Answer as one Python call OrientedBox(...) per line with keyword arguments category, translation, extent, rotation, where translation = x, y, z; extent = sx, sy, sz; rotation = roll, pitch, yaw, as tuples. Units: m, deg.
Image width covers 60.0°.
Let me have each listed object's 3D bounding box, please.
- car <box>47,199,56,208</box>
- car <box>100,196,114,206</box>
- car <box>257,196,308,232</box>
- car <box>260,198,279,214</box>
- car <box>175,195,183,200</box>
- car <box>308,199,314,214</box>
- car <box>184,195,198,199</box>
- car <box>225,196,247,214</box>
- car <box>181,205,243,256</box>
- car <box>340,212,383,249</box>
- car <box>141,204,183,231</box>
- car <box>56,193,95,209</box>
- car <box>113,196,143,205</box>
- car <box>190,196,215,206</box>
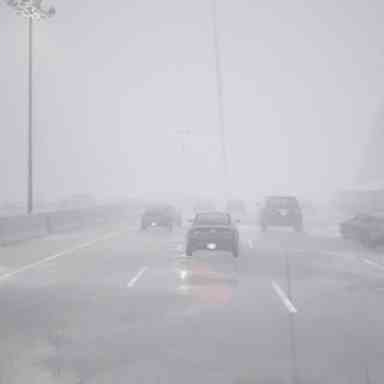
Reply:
OrientedBox(category="car", translation=(-17.968, 1.417, 46.282), extent=(1.882, 1.535, 5.008), rotation=(0, 0, 16))
OrientedBox(category="car", translation=(-10.775, 1.307, 45.979), extent=(2.097, 1.767, 4.553), rotation=(0, 0, 16))
OrientedBox(category="car", translation=(5.194, 1.224, 20.179), extent=(2.150, 2.045, 5.566), rotation=(0, 0, 8))
OrientedBox(category="car", translation=(8.786, 1.481, 37.393), extent=(1.882, 1.535, 5.008), rotation=(0, 0, 15))
OrientedBox(category="car", translation=(-2.567, 1.440, 83.931), extent=(1.837, 1.490, 4.892), rotation=(0, 0, 28))
OrientedBox(category="car", translation=(12.084, 1.517, 36.173), extent=(1.837, 1.490, 4.892), rotation=(0, 0, 15))
OrientedBox(category="car", translation=(0.484, 1.489, 82.215), extent=(2.033, 1.411, 5.357), rotation=(0, 0, 28))
OrientedBox(category="car", translation=(4.844, 1.500, 36.137), extent=(1.837, 1.490, 4.892), rotation=(0, 0, 14))
OrientedBox(category="car", translation=(0.861, 1.501, 13.205), extent=(1.837, 1.490, 4.892), rotation=(0, 0, 5))
OrientedBox(category="car", translation=(8.031, 1.576, 14.522), extent=(1.994, 1.385, 4.181), rotation=(0, 0, 6))
OrientedBox(category="car", translation=(-1.783, 1.492, 20.596), extent=(1.837, 1.490, 4.892), rotation=(0, 0, 8))
OrientedBox(category="car", translation=(-14.993, 1.168, 44.046), extent=(2.150, 2.045, 5.566), rotation=(0, 0, 15))
OrientedBox(category="car", translation=(-7.911, 1.468, 43.315), extent=(1.837, 1.490, 4.892), rotation=(0, 0, 16))
OrientedBox(category="car", translation=(1.425, 1.513, 36.941), extent=(1.812, 1.442, 4.674), rotation=(0, 0, 14))
